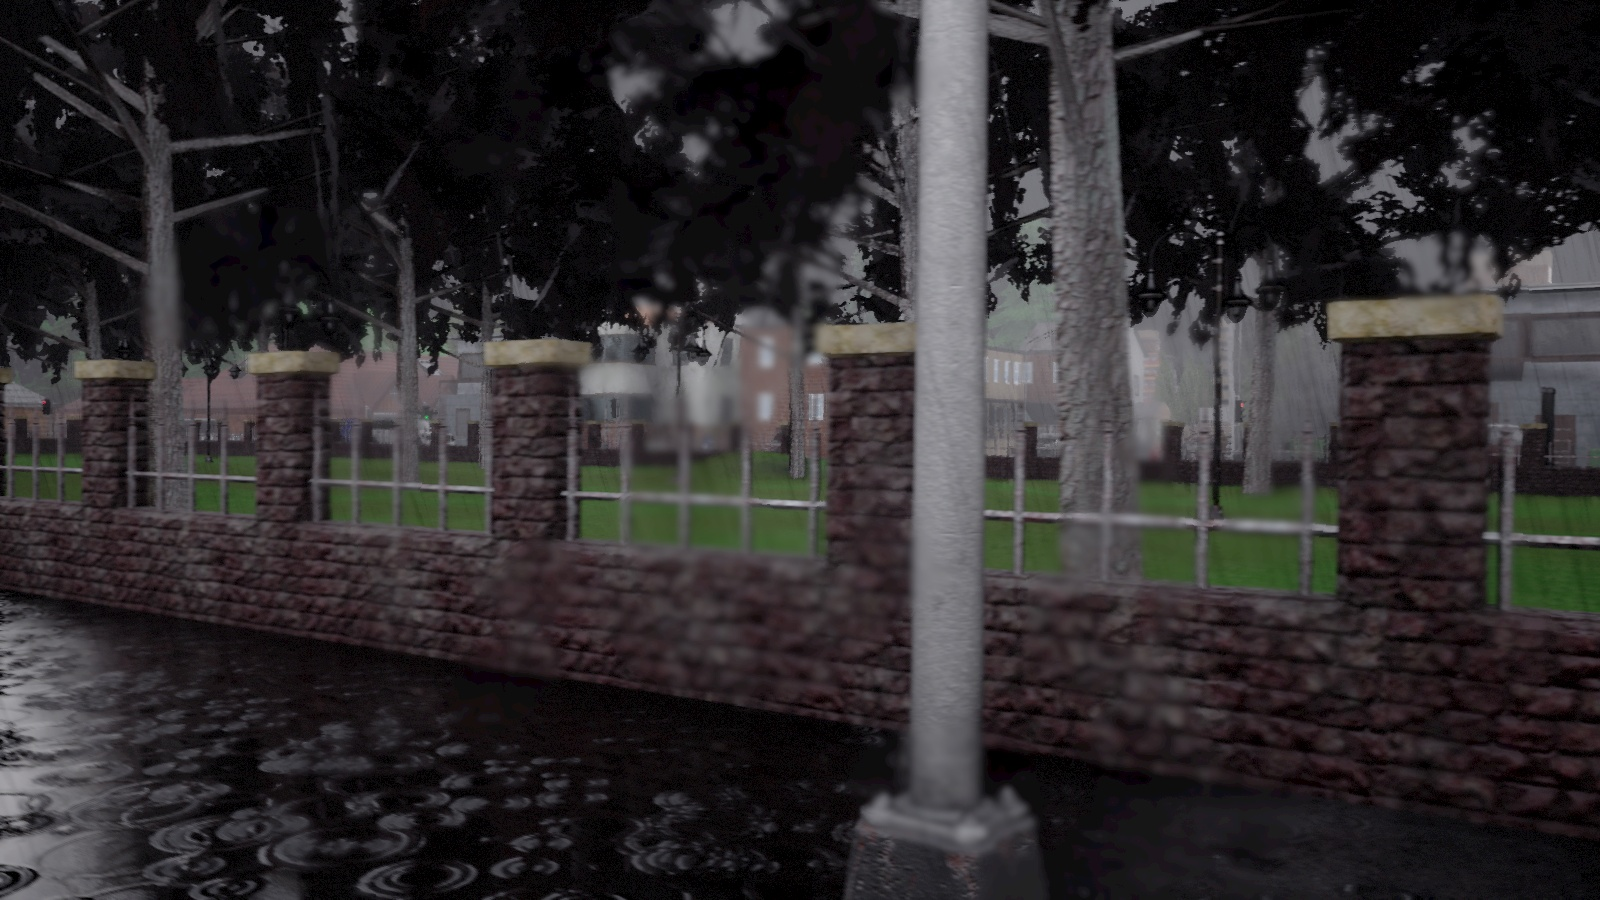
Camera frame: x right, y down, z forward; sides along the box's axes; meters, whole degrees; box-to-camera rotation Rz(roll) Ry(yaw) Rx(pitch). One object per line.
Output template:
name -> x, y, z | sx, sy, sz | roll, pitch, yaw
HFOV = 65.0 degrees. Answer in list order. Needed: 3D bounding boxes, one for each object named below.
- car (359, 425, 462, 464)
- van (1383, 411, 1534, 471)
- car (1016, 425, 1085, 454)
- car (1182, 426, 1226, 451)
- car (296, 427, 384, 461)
car -> -21.073, -0.284, 67.794 | 5.566, 2.045, 2.150 | 0, 1, 32
van -> 22.760, -0.315, 43.450 | 4.442, 1.987, 1.775 | 0, 1, 34
car -> 14.577, -0.616, 72.808 | 2.152, 1.651, 5.027 | 0, 1, 34
car -> 27.220, -0.771, 84.540 | 1.851, 1.617, 3.988 | 0, 1, 34
car -> -28.426, -0.350, 77.528 | 5.566, 2.045, 2.150 | 0, 1, 33
